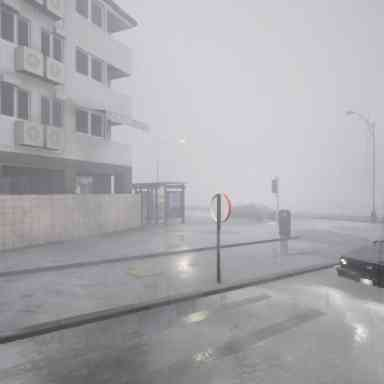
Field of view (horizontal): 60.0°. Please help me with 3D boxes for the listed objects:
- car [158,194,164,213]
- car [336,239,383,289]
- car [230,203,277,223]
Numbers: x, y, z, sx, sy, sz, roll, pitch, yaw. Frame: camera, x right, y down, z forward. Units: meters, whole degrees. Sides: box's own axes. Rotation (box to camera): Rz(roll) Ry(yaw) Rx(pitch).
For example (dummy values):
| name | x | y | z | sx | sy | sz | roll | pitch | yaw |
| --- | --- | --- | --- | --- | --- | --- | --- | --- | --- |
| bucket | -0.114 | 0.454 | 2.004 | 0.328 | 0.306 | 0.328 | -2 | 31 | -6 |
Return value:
| name | x | y | z | sx | sy | sz | roll | pitch | yaw |
| --- | --- | --- | --- | --- | --- | --- | --- | --- | --- |
| car | -3.510 | 1.222 | 37.521 | 2.150 | 2.045 | 5.566 | 0 | 0 | -35 |
| car | 6.182 | 1.547 | 8.323 | 5.357 | 1.411 | 2.033 | 0 | 0 | -25 |
| car | 4.852 | 1.564 | 25.768 | 1.994 | 1.385 | 4.181 | 0 | 0 | -35 |
